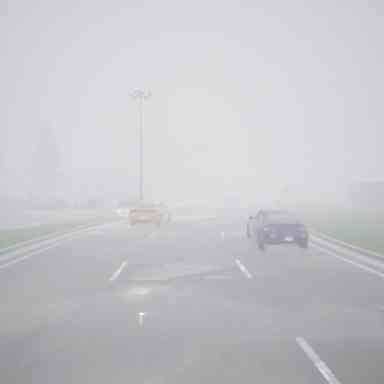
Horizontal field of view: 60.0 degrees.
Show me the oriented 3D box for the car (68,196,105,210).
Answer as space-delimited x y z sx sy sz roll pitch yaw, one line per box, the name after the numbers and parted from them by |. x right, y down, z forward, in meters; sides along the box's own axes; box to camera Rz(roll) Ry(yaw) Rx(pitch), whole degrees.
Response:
-11.735 1.267 38.474 2.128 1.511 4.902 0 0 11 | car

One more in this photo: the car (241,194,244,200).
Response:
10.439 1.031 73.922 1.812 1.442 4.674 0 0 11 | car

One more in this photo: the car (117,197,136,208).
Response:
-7.662 1.315 41.089 1.994 1.385 4.181 0 0 11 | car

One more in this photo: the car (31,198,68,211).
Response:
-15.559 1.339 37.128 2.033 1.411 5.357 0 0 11 | car

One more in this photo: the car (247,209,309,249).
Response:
3.426 1.430 13.827 1.812 1.442 4.674 0 0 2 | car

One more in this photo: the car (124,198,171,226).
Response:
-2.678 1.339 22.273 1.882 1.535 5.008 0 0 8 | car

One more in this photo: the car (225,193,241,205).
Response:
6.109 1.188 50.835 1.812 1.442 4.674 0 0 11 | car
